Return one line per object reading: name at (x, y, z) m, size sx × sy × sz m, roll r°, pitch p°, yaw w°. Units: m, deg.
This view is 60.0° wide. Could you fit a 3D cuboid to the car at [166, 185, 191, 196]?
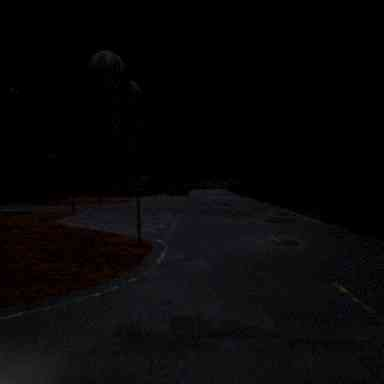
car at (-2.611, -0.063, 60.968) m, size 4.181 × 1.381 × 1.994 m, roll -1°, pitch 2°, yaw 1°
